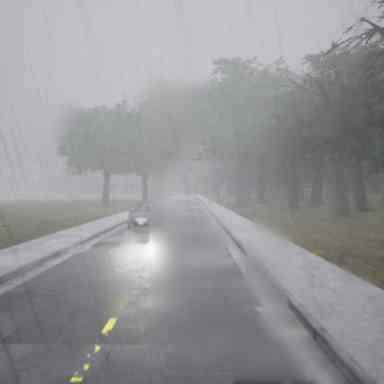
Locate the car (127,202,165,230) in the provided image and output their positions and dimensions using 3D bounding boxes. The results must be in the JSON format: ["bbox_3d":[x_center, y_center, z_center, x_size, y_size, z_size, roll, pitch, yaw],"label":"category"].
[{"bbox_3d":[-2.738,1.408,20.427,2.128,1.511,4.902,0,0,0],"label":"car"}]
